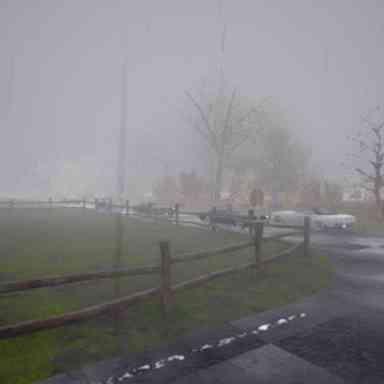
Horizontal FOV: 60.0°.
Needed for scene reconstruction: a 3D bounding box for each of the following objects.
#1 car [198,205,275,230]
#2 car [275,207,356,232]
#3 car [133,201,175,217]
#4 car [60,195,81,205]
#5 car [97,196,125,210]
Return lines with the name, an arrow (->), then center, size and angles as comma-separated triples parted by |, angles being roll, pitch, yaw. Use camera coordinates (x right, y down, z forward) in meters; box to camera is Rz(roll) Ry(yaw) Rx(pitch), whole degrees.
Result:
car -> 2.493, 1.501, 20.427 | 1.895, 1.301, 4.718 | -1, 1, -35
car -> 6.878, 1.501, 19.550 | 1.895, 1.301, 4.718 | 0, 1, -33
car -> -3.294, 1.426, 28.580 | 1.895, 1.301, 4.718 | -1, 1, -35
car -> -18.292, 1.171, 49.859 | 2.033, 1.411, 5.357 | -1, 1, -35
car -> -9.049, 1.240, 36.692 | 2.128, 1.511, 4.902 | -1, 1, -35
